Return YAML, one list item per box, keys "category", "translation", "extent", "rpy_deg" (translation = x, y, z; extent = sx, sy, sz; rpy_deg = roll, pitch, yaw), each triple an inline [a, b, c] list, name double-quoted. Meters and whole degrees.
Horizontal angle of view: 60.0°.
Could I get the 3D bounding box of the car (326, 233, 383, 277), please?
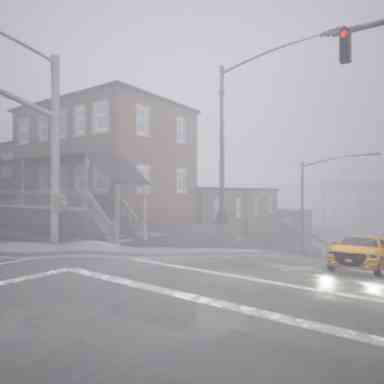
- category: "car"
  translation: [7.128, 2.559, 13.961]
  extent: [1.882, 1.535, 5.008]
  rpy_deg: [0, -9, 37]
